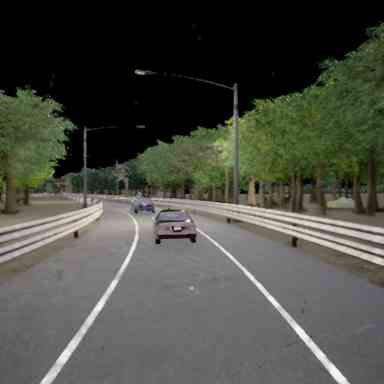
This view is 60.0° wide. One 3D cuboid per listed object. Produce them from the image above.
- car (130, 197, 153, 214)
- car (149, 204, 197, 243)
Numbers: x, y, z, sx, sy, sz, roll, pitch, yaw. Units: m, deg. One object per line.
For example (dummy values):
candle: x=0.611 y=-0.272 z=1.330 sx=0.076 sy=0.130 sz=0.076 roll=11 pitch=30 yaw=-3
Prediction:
car: x=-5.494 y=1.360 z=36.413 sx=2.097 sy=1.767 sz=4.553 roll=0 pitch=0 yaw=-17
car: x=-0.932 y=1.549 z=16.225 sx=2.033 sy=1.411 sz=5.357 roll=0 pitch=0 yaw=-8
